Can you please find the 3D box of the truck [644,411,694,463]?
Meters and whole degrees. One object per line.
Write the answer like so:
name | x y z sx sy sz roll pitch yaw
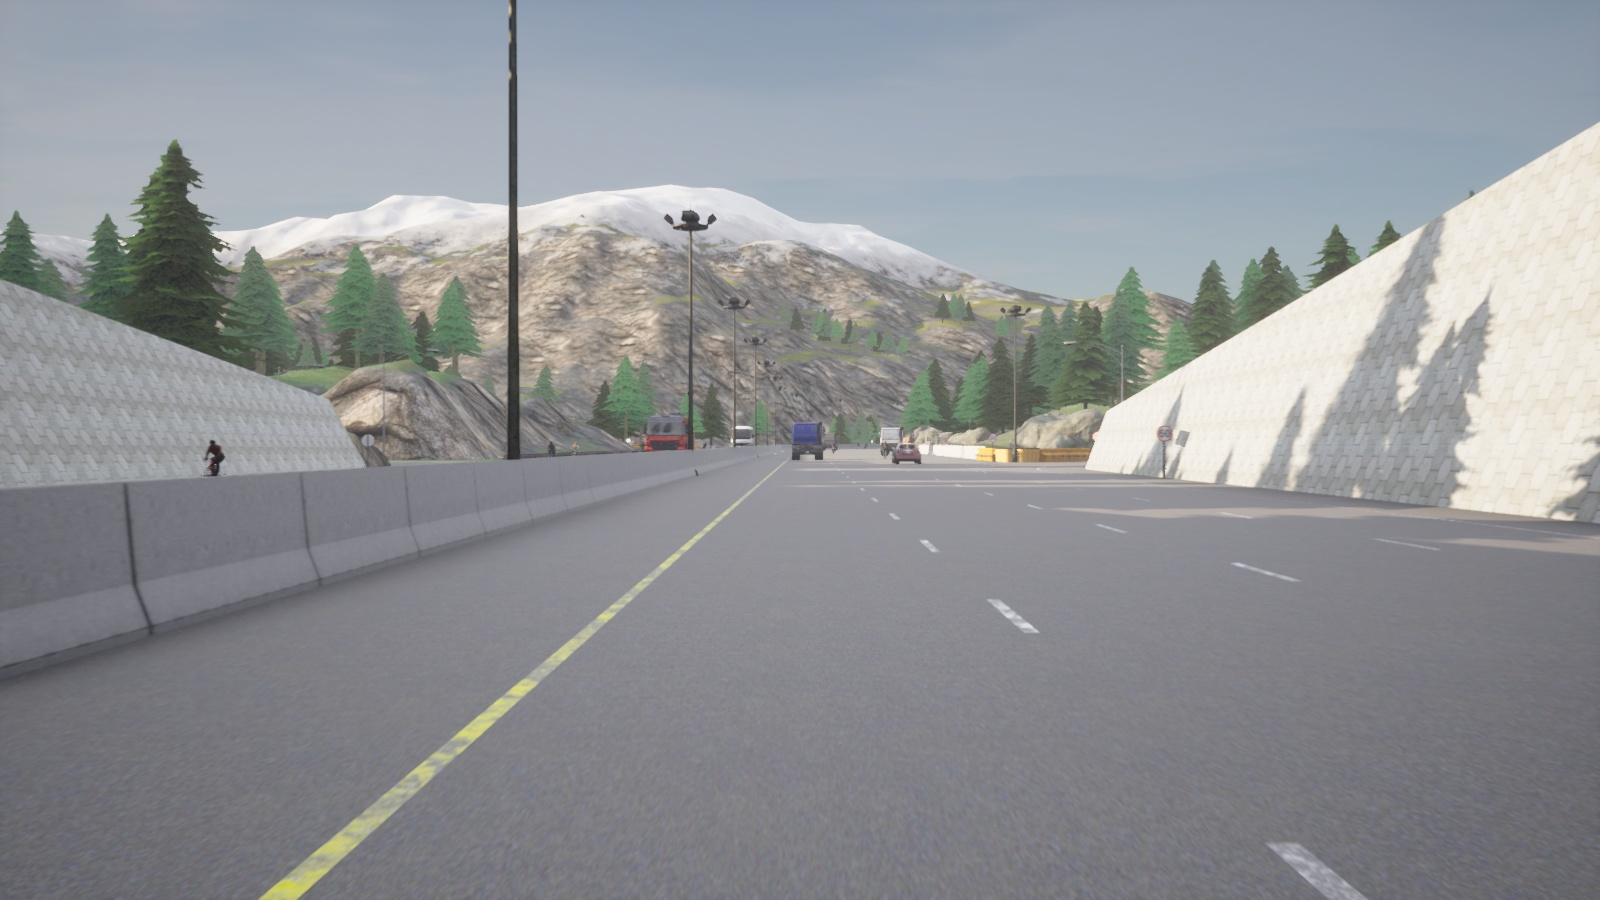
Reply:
truck | -9.935 -0.966 95.872 2.891 3.827 8.468 0 0 0

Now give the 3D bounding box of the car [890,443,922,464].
car | 7.527 0.215 89.264 1.970 1.475 3.806 0 0 0

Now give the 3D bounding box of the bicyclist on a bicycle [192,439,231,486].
bicyclist on a bicycle | -20.732 0.433 44.275 0.582 1.620 1.656 0 1 0
